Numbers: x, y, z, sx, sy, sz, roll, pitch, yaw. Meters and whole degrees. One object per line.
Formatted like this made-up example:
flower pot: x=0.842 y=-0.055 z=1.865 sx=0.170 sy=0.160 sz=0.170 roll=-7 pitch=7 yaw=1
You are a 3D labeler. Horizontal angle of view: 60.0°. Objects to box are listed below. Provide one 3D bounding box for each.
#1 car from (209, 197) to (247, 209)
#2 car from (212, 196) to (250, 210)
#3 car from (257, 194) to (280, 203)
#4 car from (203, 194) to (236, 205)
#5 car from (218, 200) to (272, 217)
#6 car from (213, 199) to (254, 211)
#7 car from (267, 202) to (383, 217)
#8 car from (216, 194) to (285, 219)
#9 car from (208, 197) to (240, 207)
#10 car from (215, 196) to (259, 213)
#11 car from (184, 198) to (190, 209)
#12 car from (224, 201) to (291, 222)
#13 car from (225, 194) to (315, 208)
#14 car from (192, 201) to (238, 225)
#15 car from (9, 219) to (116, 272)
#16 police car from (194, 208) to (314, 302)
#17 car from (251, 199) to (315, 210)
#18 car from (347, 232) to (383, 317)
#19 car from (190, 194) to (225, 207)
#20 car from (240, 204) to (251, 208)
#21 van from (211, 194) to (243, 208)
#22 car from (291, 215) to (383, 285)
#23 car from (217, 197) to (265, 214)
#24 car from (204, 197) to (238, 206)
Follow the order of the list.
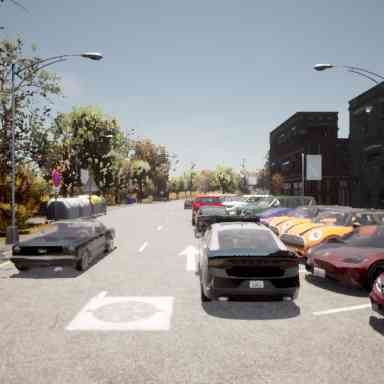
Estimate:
car: x=5.197 y=1.583 z=47.685 sx=5.008 sy=1.535 sz=2.097 roll=1 pitch=-1 yaw=-20
car: x=5.247 y=1.447 z=44.683 sx=4.553 sy=1.767 sz=2.185 roll=1 pitch=0 yaw=-20
car: x=18.054 y=1.463 z=78.769 sx=2.435 sy=2.045 sz=5.566 roll=0 pitch=0 yaw=-22
car: x=5.155 y=1.391 z=62.723 sx=5.566 sy=2.045 sz=2.435 roll=1 pitch=0 yaw=-20
car: x=5.210 y=1.560 z=32.650 sx=4.792 sy=1.488 sz=2.163 roll=1 pitch=0 yaw=-20
car: x=5.221 y=1.601 z=41.673 sx=4.674 sy=1.452 sz=2.002 roll=1 pitch=0 yaw=-20
car: x=5.300 y=1.366 z=11.658 sx=4.553 sy=1.767 sz=2.185 roll=1 pitch=0 yaw=-20
car: x=5.217 y=1.271 z=29.650 sx=5.566 sy=2.045 sz=2.435 roll=1 pitch=0 yaw=-20
car: x=5.186 y=1.647 z=53.687 sx=4.674 sy=1.452 sz=2.002 roll=1 pitch=0 yaw=-20
car: x=5.195 y=1.424 z=38.665 sx=4.553 sy=1.767 sz=2.185 roll=1 pitch=0 yaw=-20
car: x=-0.141 y=1.587 z=46.906 sx=2.128 sy=1.511 sz=4.902 roll=0 pitch=0 yaw=0
car: x=5.215 y=1.545 z=26.648 sx=4.792 sy=1.488 sz=2.163 roll=1 pitch=0 yaw=-20
car: x=5.241 y=1.251 z=20.634 sx=5.566 sy=2.045 sz=2.435 roll=1 pitch=0 yaw=-20
car: x=1.104 y=1.491 z=18.347 sx=1.882 sy=1.535 sz=5.008 roll=0 pitch=0 yaw=0
car: x=-3.915 y=1.605 z=10.911 sx=1.895 sy=1.301 sz=4.718 roll=0 pitch=0 yaw=0
police car: x=1.130 y=1.428 z=8.457 sx=1.930 sy=1.638 sz=5.238 roll=0 pitch=0 yaw=0
car: x=5.294 y=1.369 z=14.659 sx=4.553 sy=1.767 sz=2.185 roll=1 pitch=0 yaw=-20
car: x=5.287 y=1.527 z=5.646 sx=4.674 sy=1.452 sz=2.002 roll=1 pitch=0 yaw=-20
car: x=1.091 y=1.250 z=24.379 sx=2.150 sy=2.045 sz=5.566 roll=0 pitch=0 yaw=0
car: x=5.252 y=1.538 z=17.655 sx=4.674 sy=1.452 sz=2.002 roll=1 pitch=0 yaw=-20
van: x=5.305 y=1.371 z=50.732 sx=4.442 sy=1.987 sz=1.878 roll=1 pitch=-1 yaw=-20
car: x=5.248 y=1.517 z=8.637 sx=4.792 sy=1.488 sz=2.163 roll=1 pitch=0 yaw=-20
car: x=5.200 y=1.414 z=35.664 sx=4.553 sy=1.767 sz=2.185 roll=1 pitch=0 yaw=-20
car: x=4.992 y=1.613 z=56.628 sx=5.366 sy=1.575 sz=1.946 roll=1 pitch=0 yaw=-20
